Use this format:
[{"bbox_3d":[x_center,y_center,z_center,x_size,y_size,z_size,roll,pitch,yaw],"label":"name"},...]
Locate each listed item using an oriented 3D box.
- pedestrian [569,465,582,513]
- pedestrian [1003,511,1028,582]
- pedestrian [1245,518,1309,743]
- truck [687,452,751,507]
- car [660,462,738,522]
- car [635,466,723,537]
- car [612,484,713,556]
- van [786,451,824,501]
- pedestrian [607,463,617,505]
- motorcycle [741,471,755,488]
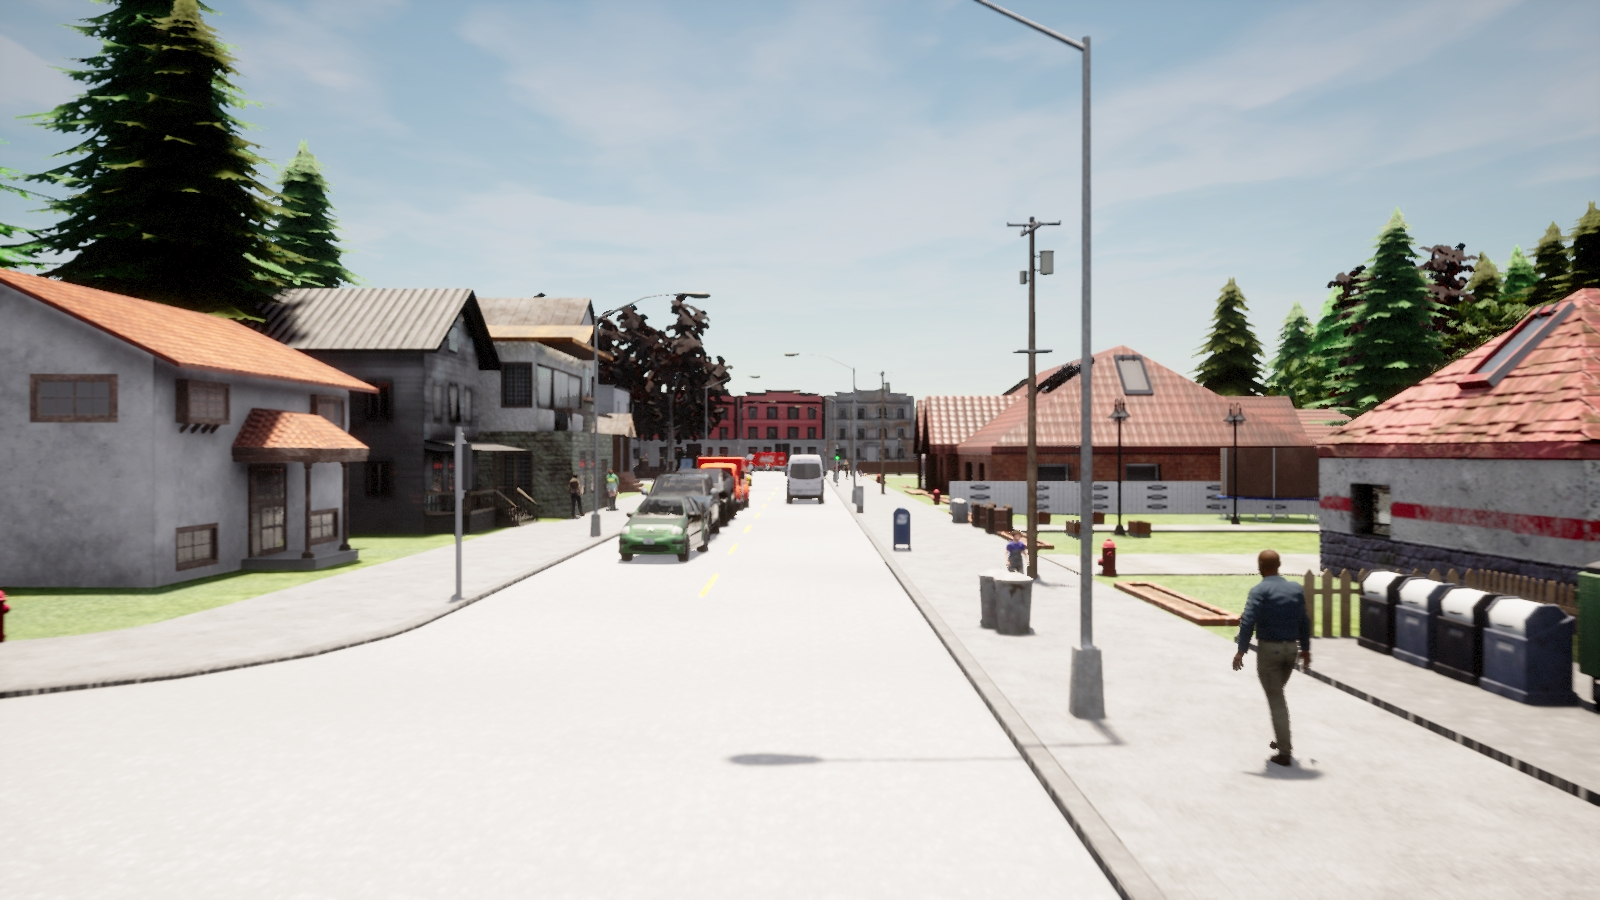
[{"bbox_3d":[-8.799,1.524,44.793,0.375,1.860,0.375,0,0,16],"label":"pedestrian"},{"bbox_3d":[4.041,1.802,21.428,0.375,1.300,0.375,0,0,-3],"label":"pedestrian"},{"bbox_3d":[4.080,1.524,9.782,0.375,1.860,0.375,0,0,-5],"label":"pedestrian"},{"bbox_3d":[-3.750,1.345,54.140,2.627,2.467,5.204,0,0,0],"label":"truck"},{"bbox_3d":[-3.786,1.532,44.066,2.390,2.098,6.274,0,0,1],"label":"car"},{"bbox_3d":[-3.782,1.558,36.654,2.150,2.045,5.566,0,0,1],"label":"car"},{"bbox_3d":[-3.528,1.779,30.053,1.851,1.617,3.988,0,0,5],"label":"car"},{"bbox_3d":[0.276,1.313,61.612,1.988,2.561,5.915,0,0,0],"label":"van"},{"bbox_3d":[-8.334,1.523,50.710,0.375,1.860,0.375,0,0,3],"label":"pedestrian"},{"bbox_3d":[-3.547,1.992,78.207,0.803,1.145,2.033,0,-1,1],"label":"motorcycle"}]
